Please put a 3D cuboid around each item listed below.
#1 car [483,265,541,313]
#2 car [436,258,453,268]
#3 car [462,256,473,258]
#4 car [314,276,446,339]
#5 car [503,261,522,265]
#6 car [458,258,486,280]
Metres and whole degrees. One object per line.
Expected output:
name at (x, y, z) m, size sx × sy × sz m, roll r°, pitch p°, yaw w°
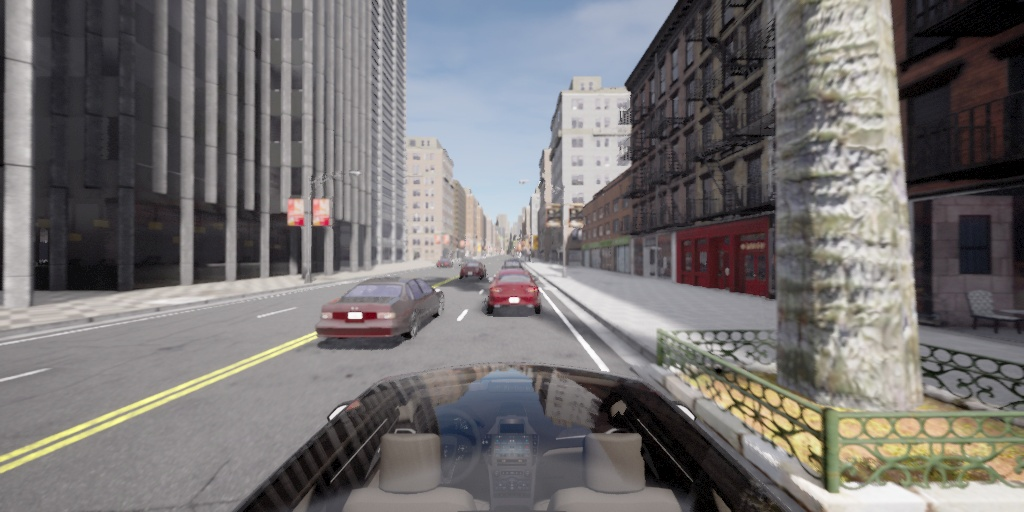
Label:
car at (0.071, 1.223, 13.560) m, size 1.812 × 1.442 × 4.674 m, roll 0°, pitch 0°, yaw 0°
car at (-9.830, 1.052, 52.588) m, size 1.994 × 1.385 × 4.181 m, roll 0°, pitch 0°, yaw 0°
car at (-6.582, 0.840, 52.501) m, size 2.097 × 1.767 × 4.553 m, roll 0°, pitch 0°, yaw 0°
car at (-3.208, 1.261, 9.895) m, size 2.033 × 1.411 × 5.357 m, roll 0°, pitch 0°, yaw 1°
car at (0.054, 1.113, 28.701) m, size 2.128 × 1.511 × 4.902 m, roll 0°, pitch 0°, yaw 0°
car at (-3.181, 1.141, 29.680) m, size 1.812 × 1.442 × 4.674 m, roll 0°, pitch 0°, yaw 0°
